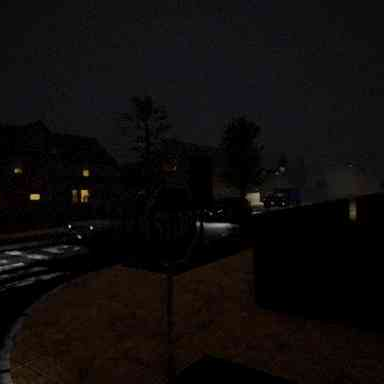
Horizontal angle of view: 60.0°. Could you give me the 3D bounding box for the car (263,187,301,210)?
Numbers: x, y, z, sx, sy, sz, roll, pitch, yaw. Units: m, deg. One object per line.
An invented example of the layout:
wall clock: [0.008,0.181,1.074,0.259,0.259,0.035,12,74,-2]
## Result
car: [8.849,0.584,32.285,2.150,2.045,5.566,-2,0,36]

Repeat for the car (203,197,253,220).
car: [2.649,1.122,23.652,1.837,1.490,4.892,-2,1,36]

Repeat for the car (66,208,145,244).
car: [-3.321,1.465,15.340,1.895,1.301,4.718,-2,0,36]
